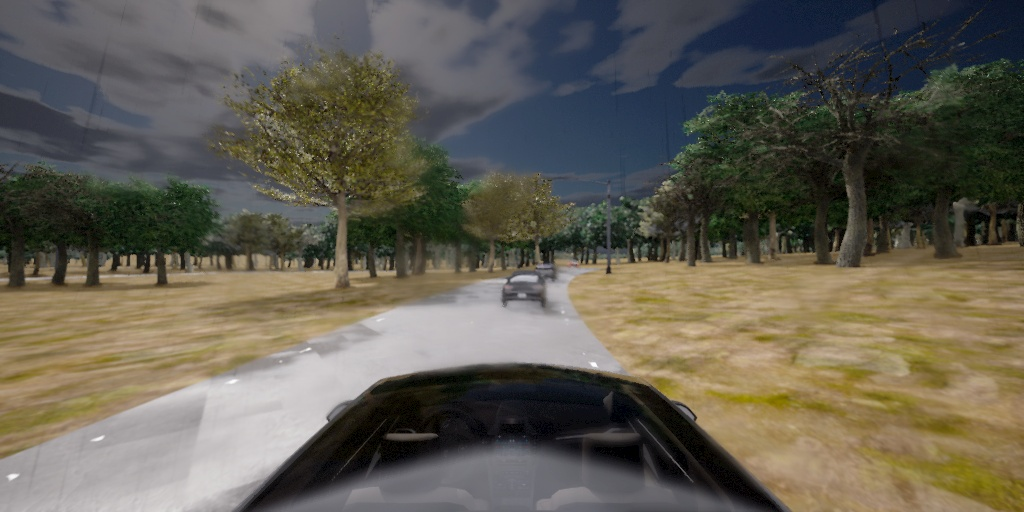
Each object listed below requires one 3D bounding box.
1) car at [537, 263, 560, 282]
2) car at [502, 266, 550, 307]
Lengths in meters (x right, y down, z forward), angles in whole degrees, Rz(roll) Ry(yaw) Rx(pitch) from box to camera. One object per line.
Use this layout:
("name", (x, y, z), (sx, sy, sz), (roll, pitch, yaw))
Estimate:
("car", (2.967, 1.365, 30.574), (2.128, 1.511, 4.902), (0, 0, 13))
("car", (0.656, 1.368, 16.038), (1.812, 1.442, 4.674), (0, 0, 6))
